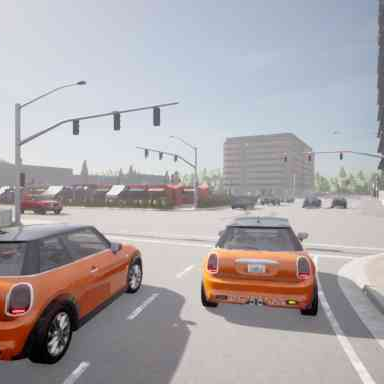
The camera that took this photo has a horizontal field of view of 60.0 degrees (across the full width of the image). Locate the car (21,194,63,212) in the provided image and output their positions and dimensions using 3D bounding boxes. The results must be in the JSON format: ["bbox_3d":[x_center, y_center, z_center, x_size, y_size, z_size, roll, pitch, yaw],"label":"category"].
[{"bbox_3d":[-16.095,1.277,34.834,5.566,2.045,2.150,0,0,28],"label":"car"}]

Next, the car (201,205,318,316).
[{"bbox_3d":[1.631,1.352,7.851,2.097,1.767,4.553,0,0,14],"label":"car"}]

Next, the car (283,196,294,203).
[{"bbox_3d":[19.255,1.492,66.928,2.128,1.511,4.902,0,0,28],"label":"car"}]

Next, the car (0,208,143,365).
[{"bbox_3d":[-2.486,1.352,6.145,2.097,1.767,4.553,0,0,10],"label":"car"}]

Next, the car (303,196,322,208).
[{"bbox_3d":[17.482,1.352,48.174,2.097,1.767,4.553,0,0,28],"label":"car"}]

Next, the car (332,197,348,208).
[{"bbox_3d":[21.187,1.504,47.708,1.837,1.490,4.892,0,0,28],"label":"car"}]

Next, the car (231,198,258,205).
[{"bbox_3d":[6.648,1.601,42.977,1.895,1.301,4.718,0,0,28],"label":"car"}]

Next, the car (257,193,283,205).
[{"bbox_3d":[13.042,1.223,55.189,2.150,2.045,5.566,0,0,28],"label":"car"}]
